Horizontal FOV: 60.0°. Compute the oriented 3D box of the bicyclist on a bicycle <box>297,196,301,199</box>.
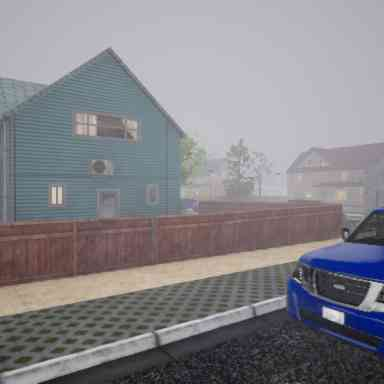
[{"bbox_3d":[10.150,1.206,31.488,1.656,1.620,0.582,-1,1,-36],"label":"bicyclist on a bicycle"}]

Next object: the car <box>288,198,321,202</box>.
[{"bbox_3d":[8.545,1.306,23.651,2.097,1.767,4.553,0,0,-35],"label":"car"}]

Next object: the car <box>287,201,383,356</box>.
[{"bbox_3d":[4.139,1.221,5.712,5.566,2.045,2.150,0,0,-32],"label":"car"}]

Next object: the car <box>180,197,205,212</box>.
[{"bbox_3d":[-0.236,1.360,35.967,1.882,1.535,5.008,0,0,-35],"label":"car"}]
